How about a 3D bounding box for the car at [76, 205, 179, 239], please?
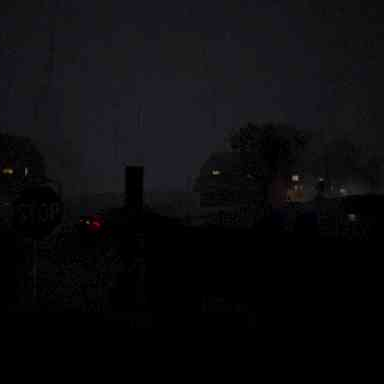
[{"bbox_3d":[-2.943,1.374,16.550,2.033,1.411,5.357,3,2,41],"label":"car"}]
